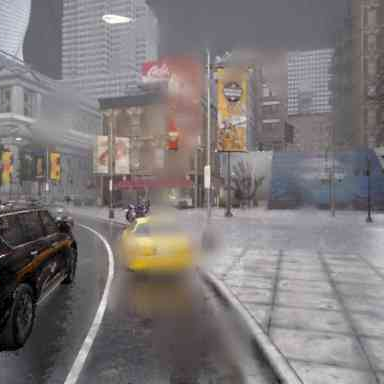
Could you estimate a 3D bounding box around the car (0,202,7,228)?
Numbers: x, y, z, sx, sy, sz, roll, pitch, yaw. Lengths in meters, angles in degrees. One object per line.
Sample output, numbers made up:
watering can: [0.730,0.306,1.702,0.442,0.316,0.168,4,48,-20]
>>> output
car: [-13.985,1.476,22.511,2.128,1.511,4.902,0,0,-34]

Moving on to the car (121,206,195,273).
car: [-1.291,1.455,10.787,1.801,1.575,5.366,0,0,-14]

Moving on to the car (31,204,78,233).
car: [-8.795,1.538,20.954,2.033,1.411,5.357,0,0,-30]

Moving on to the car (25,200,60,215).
car: [-15.682,1.577,34.738,1.895,1.301,4.718,0,0,-43]

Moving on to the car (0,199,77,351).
car: [-3.689,1.216,6.180,2.150,2.045,5.566,0,0,-8]
